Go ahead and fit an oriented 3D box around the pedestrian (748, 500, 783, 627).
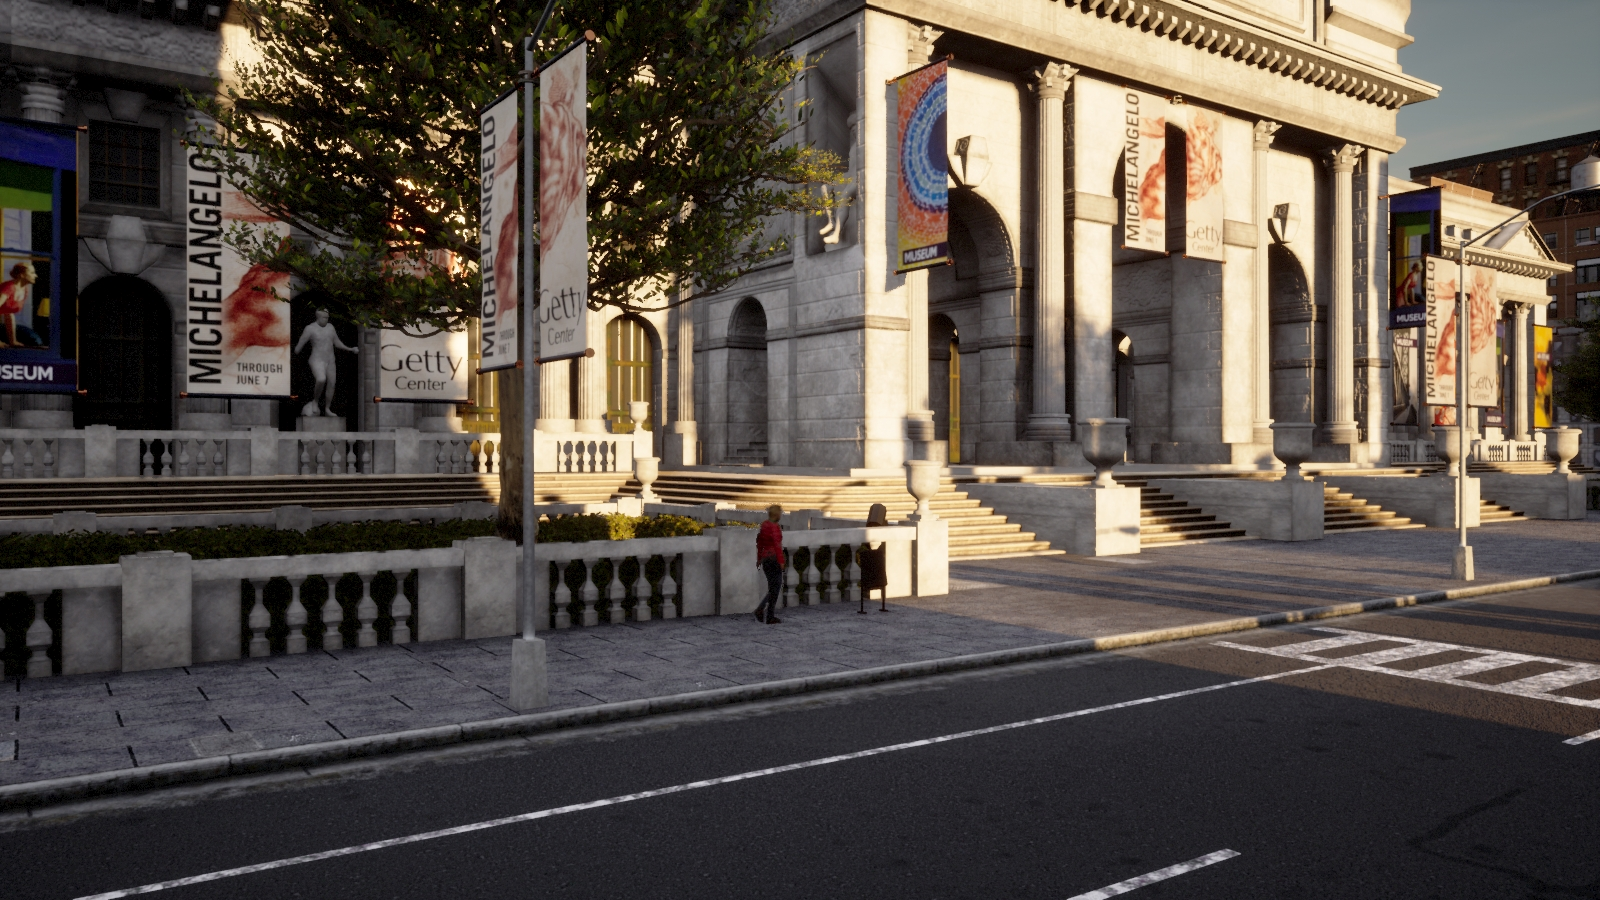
[{"bbox_3d":[-0.519,1.696,17.200,0.375,1.860,0.375,0,0,-33],"label":"pedestrian"}]
